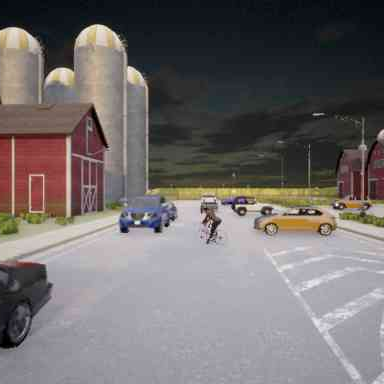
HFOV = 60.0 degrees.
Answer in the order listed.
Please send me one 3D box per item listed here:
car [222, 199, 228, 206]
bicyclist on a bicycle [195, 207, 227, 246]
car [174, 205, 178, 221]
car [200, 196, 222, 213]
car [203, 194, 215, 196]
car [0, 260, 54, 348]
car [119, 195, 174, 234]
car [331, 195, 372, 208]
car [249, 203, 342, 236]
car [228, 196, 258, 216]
[{"bbox_3d":[7.076,1.480,55.506,4.611,1.667,2.242,0,0,4],"label":"car"},{"bbox_3d":[0.769,1.455,14.009,1.656,1.620,0.582,-3,-2,37],"label":"bicyclist on a bicycle"},{"bbox_3d":[-2.163,1.561,26.848,1.812,1.442,4.674,0,0,3],"label":"car"},{"bbox_3d":[1.902,1.492,36.205,2.128,1.511,4.902,0,0,3],"label":"car"},{"bbox_3d":[2.396,1.221,46.284,2.150,2.045,5.566,0,0,4],"label":"car"},{"bbox_3d":[-3.489,1.547,3.612,2.033,1.411,5.357,0,0,3],"label":"car"},{"bbox_3d":[-2.635,1.223,19.663,2.150,2.045,5.566,0,0,3],"label":"car"},{"bbox_3d":[19.488,1.310,40.740,4.605,1.855,1.932,0,0,4],"label":"car"},{"bbox_3d":[5.441,1.506,17.849,4.193,1.474,1.816,0,0,4],"label":"car"},{"bbox_3d":[5.661,1.313,31.341,3.866,1.878,1.905,0,0,4],"label":"car"}]
